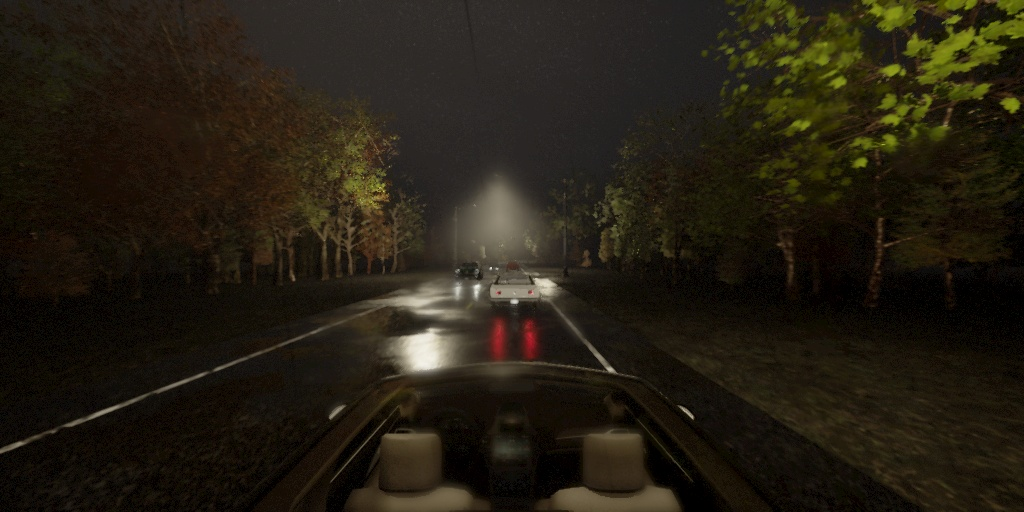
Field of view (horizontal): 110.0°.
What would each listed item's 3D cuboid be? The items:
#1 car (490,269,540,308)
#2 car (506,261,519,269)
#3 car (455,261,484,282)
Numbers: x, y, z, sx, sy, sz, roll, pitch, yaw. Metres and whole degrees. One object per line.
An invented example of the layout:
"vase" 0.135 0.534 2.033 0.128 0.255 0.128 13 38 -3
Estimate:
"car" 0.099 1.412 15.584 1.895 1.301 4.718 0 0 0
"car" 0.086 1.458 54.767 1.882 1.535 5.008 0 0 0
"car" -3.594 1.226 30.904 2.097 1.767 4.553 0 0 0
